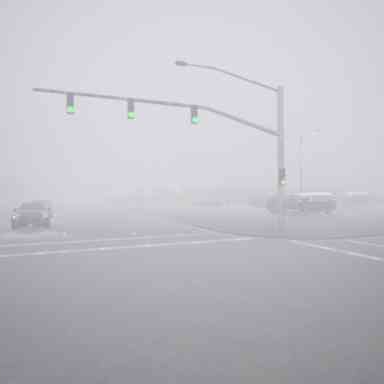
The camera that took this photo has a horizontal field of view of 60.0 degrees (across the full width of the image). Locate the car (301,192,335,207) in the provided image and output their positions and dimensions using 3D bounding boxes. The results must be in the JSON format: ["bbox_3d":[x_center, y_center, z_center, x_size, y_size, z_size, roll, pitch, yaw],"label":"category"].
[{"bbox_3d":[22.119,1.137,58.431,4.605,1.855,1.932,0,0,-22],"label":"car"}]

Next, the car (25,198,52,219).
[{"bbox_3d":[-14.331,1.492,31.347,2.097,1.767,4.553,0,0,-22],"label":"car"}]

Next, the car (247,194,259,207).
[{"bbox_3d":[10.184,1.202,47.697,4.605,1.855,1.932,0,0,-22],"label":"car"}]

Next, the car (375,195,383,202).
[{"bbox_3d":[38.385,1.034,64.939,3.866,1.878,1.905,0,0,-22],"label":"car"}]

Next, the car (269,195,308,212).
[{"bbox_3d":[12.298,1.419,42.533,3.806,1.475,1.970,0,0,-22],"label":"car"}]

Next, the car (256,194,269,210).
[{"bbox_3d":[11.227,1.400,45.223,3.905,1.438,1.784,0,0,-22],"label":"car"}]

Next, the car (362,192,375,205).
[{"bbox_3d":[37.325,1.286,67.632,3.806,1.475,1.970,0,0,-22],"label":"car"}]

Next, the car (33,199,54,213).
[{"bbox_3d":[-18.249,1.679,40.989,2.128,1.511,4.902,0,0,-22],"label":"car"}]

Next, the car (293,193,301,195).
[{"bbox_3d":[21.107,1.360,61.145,3.905,1.438,1.784,0,0,-22],"label":"car"}]

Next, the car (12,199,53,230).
[{"bbox_3d":[-10.584,1.446,22.126,2.097,1.767,4.553,0,0,-22],"label":"car"}]
